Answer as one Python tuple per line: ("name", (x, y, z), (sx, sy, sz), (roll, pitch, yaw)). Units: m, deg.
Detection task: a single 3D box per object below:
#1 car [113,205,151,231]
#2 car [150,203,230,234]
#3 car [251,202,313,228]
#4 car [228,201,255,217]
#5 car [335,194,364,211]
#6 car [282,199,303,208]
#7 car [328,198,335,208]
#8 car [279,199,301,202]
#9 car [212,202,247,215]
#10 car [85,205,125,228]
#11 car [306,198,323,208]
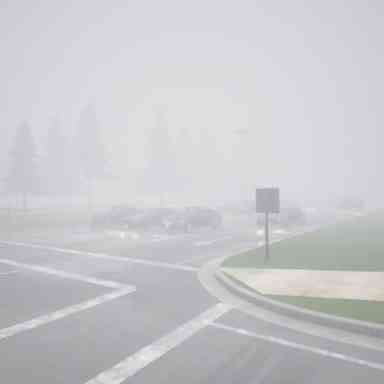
("car", (-2.548, 1.767, 23.003), (2.033, 1.411, 5.357), (-1, -1, 36))
("car", (0.044, 1.661, 20.619), (2.128, 1.511, 4.902), (-1, -1, 36))
("car", (6.479, 1.665, 23.480), (2.033, 1.411, 5.357), (-1, -1, 36))
("car", (5.975, 1.707, 34.635), (2.128, 1.511, 4.902), (-1, -1, 36))
("car", (20.474, 1.335, 42.545), (2.150, 2.045, 5.566), (-1, -1, 37))
("car", (16.678, 1.829, 55.003), (1.994, 1.385, 4.181), (-1, -1, 36))
("car", (22.031, 1.669, 50.477), (1.837, 1.490, 4.892), (-1, -1, 36))
("car", (8.951, 1.518, 32.777), (2.097, 1.767, 4.553), (-1, -1, 36))
("car", (4.339, 1.867, 38.320), (1.895, 1.301, 4.718), (-1, -1, 36))
("car", (-5.597, 1.761, 24.762), (2.128, 1.511, 4.902), (-1, 0, 36))
("car", (19.204, 1.702, 52.542), (2.128, 1.511, 4.902), (-1, -1, 36))
